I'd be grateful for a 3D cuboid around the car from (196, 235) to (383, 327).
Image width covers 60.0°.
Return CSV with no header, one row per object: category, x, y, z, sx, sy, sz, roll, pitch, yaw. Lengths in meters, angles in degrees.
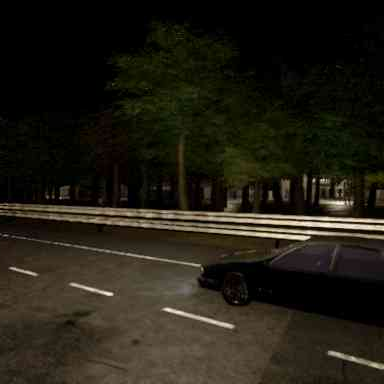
car,2.704,1.548,6.239,5.357,1.411,2.033,0,0,36
